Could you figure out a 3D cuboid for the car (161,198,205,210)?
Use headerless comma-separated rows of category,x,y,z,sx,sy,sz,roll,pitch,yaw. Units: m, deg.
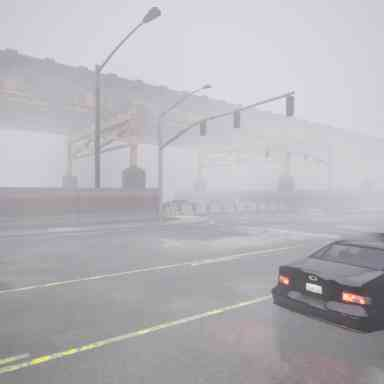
car,-0.900,1.295,35.980,4.536,1.218,1.853,0,0,7

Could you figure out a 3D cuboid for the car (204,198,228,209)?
car,2.885,1.295,38.746,1.853,1.218,4.536,0,0,17

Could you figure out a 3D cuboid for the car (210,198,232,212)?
car,2.869,1.453,38.696,2.038,1.542,4.974,0,0,17

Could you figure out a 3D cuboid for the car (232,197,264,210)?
car,6.690,1.295,42.488,4.536,1.218,1.853,0,0,-8

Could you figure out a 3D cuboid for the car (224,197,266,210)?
car,6.742,1.453,42.495,4.974,1.542,2.038,0,0,-8

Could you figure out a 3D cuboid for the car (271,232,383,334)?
car,3.937,1.547,6.660,5.357,1.411,2.033,0,0,-36

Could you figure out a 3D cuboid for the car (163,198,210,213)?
car,-0.848,1.453,35.974,4.974,1.542,2.038,0,0,7
